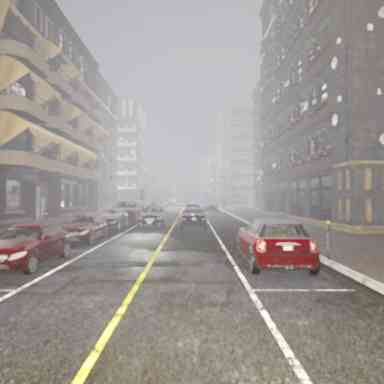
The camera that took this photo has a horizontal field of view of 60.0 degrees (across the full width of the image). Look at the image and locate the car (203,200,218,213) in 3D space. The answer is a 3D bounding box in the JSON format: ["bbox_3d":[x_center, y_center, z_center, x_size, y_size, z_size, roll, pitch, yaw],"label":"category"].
[{"bbox_3d":[2.569,2.022,44.146,1.802,1.307,4.206,1,-1,0],"label":"car"}]

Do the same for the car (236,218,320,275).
[{"bbox_3d":[2.574,1.551,10.855,1.967,1.590,4.097,1,-1,0],"label":"car"}]

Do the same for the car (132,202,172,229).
[{"bbox_3d":[-2.753,1.734,24.008,2.128,1.511,4.902,0,-1,0],"label":"car"}]

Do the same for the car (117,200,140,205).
[{"bbox_3d":[-5.306,1.591,27.480,2.192,1.841,5.009,1,-1,0],"label":"car"}]

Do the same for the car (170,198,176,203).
[{"bbox_3d":[-5.316,2.447,93.263,1.752,1.417,4.829,1,-1,0],"label":"car"}]

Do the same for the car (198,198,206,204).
[{"bbox_3d":[2.565,2.419,87.793,2.008,1.369,4.403,1,-1,0],"label":"car"}]

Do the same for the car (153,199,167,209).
[{"bbox_3d":[-5.319,1.990,55.222,1.967,1.590,4.097,1,-1,0],"label":"car"}]

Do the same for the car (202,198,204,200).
[{"bbox_3d":[2.570,1.935,49.697,1.967,1.590,4.097,1,-1,0],"label":"car"}]

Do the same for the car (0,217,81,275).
[{"bbox_3d":[-5.308,1.693,10.831,1.802,1.307,4.206,1,-1,0],"label":"car"}]

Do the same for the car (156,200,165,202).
[{"bbox_3d":[-5.316,2.077,49.672,1.802,1.307,4.206,1,-1,0],"label":"car"}]

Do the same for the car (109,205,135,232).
[{"bbox_3d":[-5.308,1.772,21.929,2.008,1.369,4.403,1,-1,0],"label":"car"}]

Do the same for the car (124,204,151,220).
[{"bbox_3d":[-5.310,1.897,33.026,1.947,1.339,4.313,1,-1,0],"label":"car"}]

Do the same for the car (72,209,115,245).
[{"bbox_3d":[-5.308,1.748,16.380,1.802,1.307,4.206,1,-1,0],"label":"car"}]

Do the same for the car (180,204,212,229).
[{"bbox_3d":[0.098,1.783,23.400,2.033,1.411,5.357,0,-1,0],"label":"car"}]

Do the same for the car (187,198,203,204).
[{"bbox_3d":[0.095,1.889,41.231,1.882,1.535,5.008,0,-1,0],"label":"car"}]

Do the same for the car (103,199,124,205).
[{"bbox_3d":[-17.632,2.324,74.606,4.313,1.339,1.947,0,-1,0],"label":"car"}]
